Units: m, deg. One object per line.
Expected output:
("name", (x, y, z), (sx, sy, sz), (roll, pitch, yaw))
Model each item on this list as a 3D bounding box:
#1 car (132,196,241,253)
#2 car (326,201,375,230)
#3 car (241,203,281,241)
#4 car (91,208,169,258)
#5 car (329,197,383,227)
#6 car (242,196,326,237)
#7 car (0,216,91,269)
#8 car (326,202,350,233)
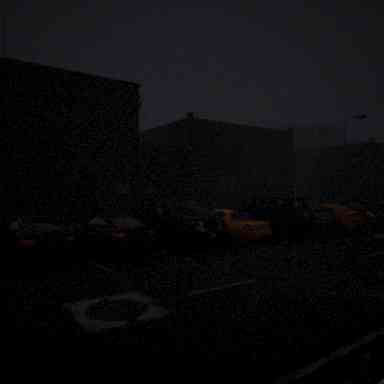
("car", (-0.819, 1.233, 14.348), (2.435, 2.045, 5.566), (0, 0, -35))
("car", (8.222, 1.508, 20.817), (2.097, 1.535, 5.008), (0, 0, -35))
("car", (1.422, 1.486, 16.207), (1.946, 1.575, 5.366), (0, 0, -35))
("car", (-3.048, 1.519, 12.791), (2.002, 1.452, 4.674), (0, 0, -35))
("car", (10.566, 1.389, 22.532), (2.185, 1.767, 4.553), (0, 0, -35))
("car", (3.778, 1.244, 17.694), (2.435, 2.045, 5.566), (0, 0, -35))
("car", (-5.259, 1.516, 11.217), (2.002, 1.452, 4.674), (0, 0, -35))
("car", (6.053, 1.503, 19.287), (2.231, 1.521, 4.892), (0, 0, -35))
